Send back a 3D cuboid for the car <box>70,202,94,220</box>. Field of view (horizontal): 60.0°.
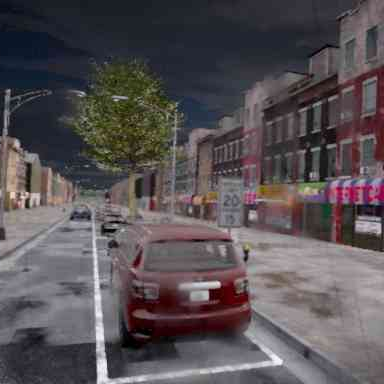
[{"bbox_3d":[-12.631,2.230,37.934,2.097,1.767,4.553,3,-2,-16],"label":"car"}]

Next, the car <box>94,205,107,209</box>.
[{"bbox_3d":[-10.190,2.535,38.667,1.887,1.381,4.507,1,-2,-17],"label":"car"}]

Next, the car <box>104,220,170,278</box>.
[{"bbox_3d":[-2.238,1.891,12.289,1.752,1.417,4.829,1,-2,-17],"label":"car"}]

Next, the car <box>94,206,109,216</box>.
[{"bbox_3d":[-13.390,2.801,49.283,2.008,1.369,4.403,1,-2,-17],"label":"car"}]

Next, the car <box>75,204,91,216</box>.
[{"bbox_3d":[-16.058,2.631,49.206,1.882,1.535,5.008,3,-2,-16],"label":"car"}]

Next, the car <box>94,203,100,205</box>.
[{"bbox_3d":[-11.788,2.560,43.978,1.967,1.590,4.097,1,-2,-17],"label":"car"}]

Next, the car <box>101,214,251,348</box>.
[{"bbox_3d":[-0.586,1.552,6.823,2.192,1.841,5.009,1,-2,-17],"label":"car"}]

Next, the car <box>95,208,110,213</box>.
[{"bbox_3d":[-6.990,2.287,28.051,2.008,1.369,4.403,1,-2,-17],"label":"car"}]

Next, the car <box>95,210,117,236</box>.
[{"bbox_3d":[-5.390,2.176,22.742,1.947,1.339,4.313,1,-2,-17],"label":"car"}]
